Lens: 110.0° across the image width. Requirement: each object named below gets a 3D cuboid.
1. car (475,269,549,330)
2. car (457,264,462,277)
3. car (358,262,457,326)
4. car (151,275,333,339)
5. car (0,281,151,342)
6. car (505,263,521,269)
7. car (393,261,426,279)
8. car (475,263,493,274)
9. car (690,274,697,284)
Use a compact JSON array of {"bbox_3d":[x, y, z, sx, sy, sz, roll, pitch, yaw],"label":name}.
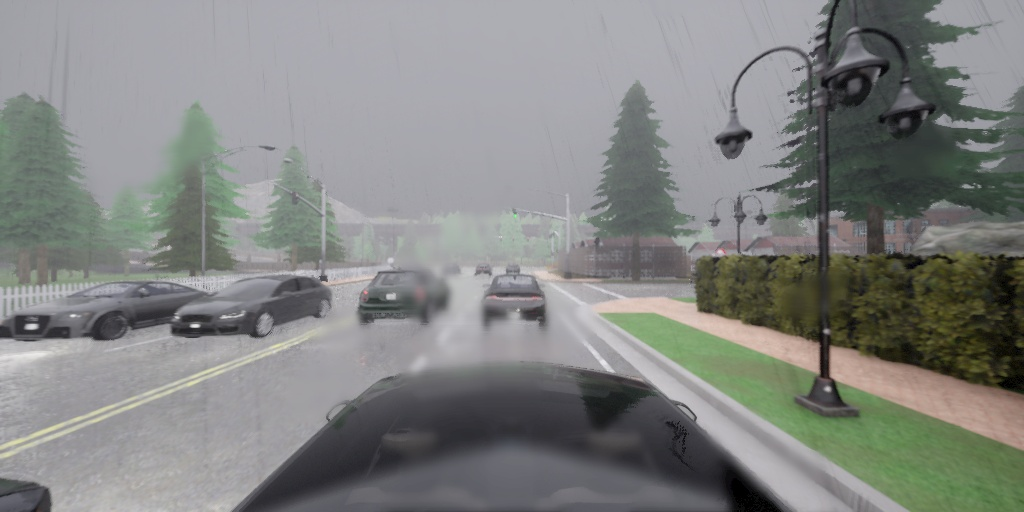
[{"bbox_3d":[0.094,1.332,11.517,2.128,1.511,4.902,0,0,0],"label":"car"},{"bbox_3d":[-7.055,1.673,42.464,2.033,1.411,5.357,0,-1,0],"label":"car"},{"bbox_3d":[-3.405,1.198,12.298,2.097,1.767,4.553,0,-1,0],"label":"car"},{"bbox_3d":[-7.097,1.335,10.461,1.837,1.490,4.892,0,-1,0],"label":"car"},{"bbox_3d":[-10.598,1.389,9.904,1.994,1.385,4.181,0,-1,0],"label":"car"},{"bbox_3d":[0.130,1.660,47.212,2.128,1.511,4.902,0,-1,1],"label":"car"},{"bbox_3d":[-10.574,1.430,37.327,2.097,1.767,4.553,0,-1,0],"label":"car"},{"bbox_3d":[-3.385,1.640,43.585,1.837,1.490,4.892,0,-1,0],"label":"car"},{"bbox_3d":[14.990,1.416,24.885,4.902,1.511,2.128,0,-1,-1],"label":"car"}]
